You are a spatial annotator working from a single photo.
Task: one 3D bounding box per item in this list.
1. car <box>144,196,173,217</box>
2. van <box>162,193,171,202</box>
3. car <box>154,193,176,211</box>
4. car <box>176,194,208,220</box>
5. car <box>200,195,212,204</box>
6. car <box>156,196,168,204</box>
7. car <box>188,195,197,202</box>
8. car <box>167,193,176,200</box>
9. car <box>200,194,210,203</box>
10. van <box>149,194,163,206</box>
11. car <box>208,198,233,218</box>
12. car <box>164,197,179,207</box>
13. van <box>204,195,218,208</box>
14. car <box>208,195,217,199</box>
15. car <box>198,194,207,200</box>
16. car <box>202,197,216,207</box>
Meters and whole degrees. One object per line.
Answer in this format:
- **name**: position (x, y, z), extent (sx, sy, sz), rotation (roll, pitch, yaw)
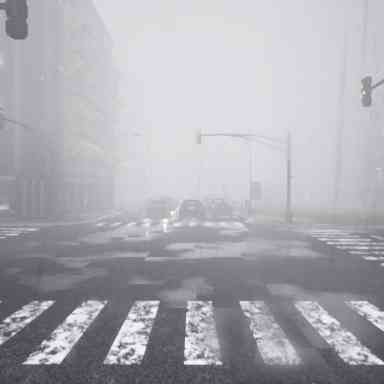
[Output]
- **car**: position (-3.088, 1.452, 31.238), extent (1.882, 1.535, 5.008), rotation (0, 0, 0)
- **van**: position (-5.686, 1.239, 75.146), extent (1.690, 1.788, 3.998), rotation (-1, 0, 0)
- **car**: position (-3.080, 1.313, 40.552), extent (2.097, 1.767, 4.553), rotation (0, 0, 0)
- **car**: position (0.049, 1.330, 28.009), extent (2.097, 1.767, 4.553), rotation (0, 0, 2)
- **car**: position (2.660, 1.363, 63.883), extent (1.967, 1.590, 4.097), rotation (-1, 0, 0)
- **car**: position (-5.686, 1.467, 63.852), extent (1.887, 1.381, 4.507), rotation (-1, 0, 0)
- **car**: position (0.036, 1.408, 71.114), extent (1.837, 1.490, 4.892), rotation (0, 0, 0)
- **car**: position (-5.682, 1.169, 92.085), extent (2.192, 1.841, 5.009), rotation (-1, 0, 0)
- **car**: position (2.668, 1.351, 69.529), extent (1.967, 1.590, 4.097), rotation (-1, 0, 0)
- **van**: position (-5.691, 1.284, 52.561), extent (1.690, 1.788, 3.998), rotation (-1, 0, 0)
- **car**: position (2.654, 1.520, 30.009), extent (1.887, 1.381, 4.507), rotation (-1, 0, 0)
- **car**: position (-3.066, 1.511, 50.517), extent (1.994, 1.385, 4.181), rotation (0, 0, 0)
- **van**: position (2.655, 1.293, 46.946), extent (1.690, 1.788, 3.998), rotation (-1, 0, 0)
- **car**: position (2.654, 1.408, 35.654), extent (1.967, 1.590, 4.097), rotation (-1, 0, 0)
- **car**: position (2.702, 1.310, 86.467), extent (1.967, 1.590, 4.097), rotation (-1, 0, 0)
- **car**: position (2.659, 1.488, 52.592), extent (1.887, 1.381, 4.507), rotation (-1, 0, 0)
